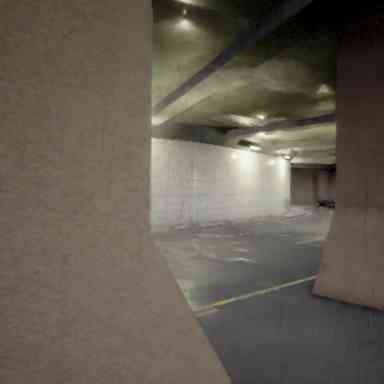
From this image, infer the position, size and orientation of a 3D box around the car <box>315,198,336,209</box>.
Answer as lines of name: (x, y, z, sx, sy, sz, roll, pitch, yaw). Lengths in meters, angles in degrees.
car: (18.151, 1.513, 44.124, 2.033, 1.411, 5.357, 0, 0, -2)
